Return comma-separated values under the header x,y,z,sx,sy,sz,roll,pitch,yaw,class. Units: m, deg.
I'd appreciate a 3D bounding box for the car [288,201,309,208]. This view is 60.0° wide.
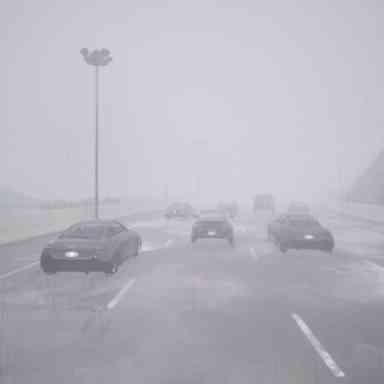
x,y,z,sx,sy,sz,roll,pitch,yaw,class
11.309,1.627,35.612,1.895,1.301,4.718,0,0,13,car

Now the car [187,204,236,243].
x,y,z,sx,sy,sz,roll,pitch,yaw,class
1.030,1.528,16.028,1.812,1.442,4.674,0,0,6,car

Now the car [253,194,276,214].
x,y,z,sx,sy,sz,roll,pitch,yaw,class
7.679,1.240,35.413,2.150,2.045,5.566,0,0,12,car

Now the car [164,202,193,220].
x,y,z,sx,sy,sz,roll,pitch,yaw,class
-0.913,1.546,28.049,2.033,1.411,5.357,0,0,10,car

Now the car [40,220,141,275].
x,y,z,sx,sy,sz,roll,pitch,yaw,class
-2.929,1.557,10.469,1.994,1.385,4.181,0,0,4,car

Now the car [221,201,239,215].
x,y,z,sx,sy,sz,roll,pitch,yaw,class
3.736,1.610,33.707,1.895,1.301,4.718,0,0,12,car

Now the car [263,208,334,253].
x,y,z,sx,sy,sz,roll,pitch,yaw,class
4.345,1.574,13.880,1.994,1.385,4.181,0,0,5,car

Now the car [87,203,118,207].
x,y,z,sx,sy,sz,roll,pitch,yaw,class
-9.752,1.470,38.382,2.128,1.511,4.902,0,0,13,car

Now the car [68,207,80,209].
x,y,z,sx,sy,sz,roll,pitch,yaw,class
-12.929,1.449,40.170,1.882,1.535,5.008,0,0,13,car
